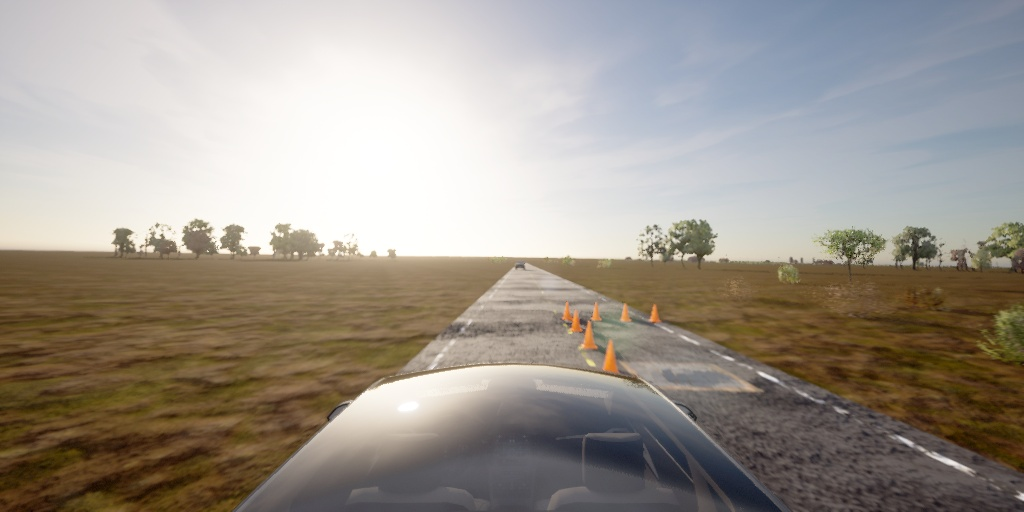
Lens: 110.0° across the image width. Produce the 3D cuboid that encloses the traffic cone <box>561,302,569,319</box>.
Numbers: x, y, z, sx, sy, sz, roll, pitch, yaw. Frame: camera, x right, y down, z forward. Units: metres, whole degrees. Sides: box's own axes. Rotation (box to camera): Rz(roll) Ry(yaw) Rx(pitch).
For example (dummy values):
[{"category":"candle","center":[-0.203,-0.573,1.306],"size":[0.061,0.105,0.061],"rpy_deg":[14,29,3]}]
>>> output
[{"category":"traffic cone","center":[1.896,1.874,12.387],"size":[0.340,0.580,0.340],"rpy_deg":[0,0,1]}]

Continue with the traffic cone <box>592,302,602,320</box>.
[{"category":"traffic cone","center":[2.895,1.893,12.363],"size":[0.340,0.580,0.340],"rpy_deg":[0,0,1]}]

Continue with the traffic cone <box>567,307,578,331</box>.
[{"category":"traffic cone","center":[1.847,1.848,10.388],"size":[0.340,0.580,0.340],"rpy_deg":[0,0,1]}]

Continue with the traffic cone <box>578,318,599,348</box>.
[{"category":"traffic cone","center":[1.798,1.823,8.389],"size":[0.340,0.580,0.340],"rpy_deg":[0,0,1]}]

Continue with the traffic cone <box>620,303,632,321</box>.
[{"category":"traffic cone","center":[3.895,1.911,12.338],"size":[0.340,0.580,0.340],"rpy_deg":[0,0,1]}]

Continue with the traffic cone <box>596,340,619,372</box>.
[{"category":"traffic cone","center":[1.750,1.797,6.390],"size":[0.340,0.580,0.340],"rpy_deg":[0,0,1]}]

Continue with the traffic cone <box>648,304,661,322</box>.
[{"category":"traffic cone","center":[4.894,1.930,12.313],"size":[0.340,0.580,0.340],"rpy_deg":[0,0,1]}]
